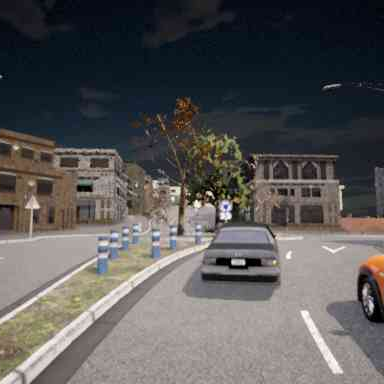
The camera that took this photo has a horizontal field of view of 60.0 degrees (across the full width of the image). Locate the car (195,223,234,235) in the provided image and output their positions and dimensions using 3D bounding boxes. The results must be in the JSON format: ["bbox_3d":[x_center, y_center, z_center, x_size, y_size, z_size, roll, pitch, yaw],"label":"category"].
[{"bbox_3d":[2.815,4.761,42.621,4.902,1.511,2.128,-1,-6,2],"label":"car"}]

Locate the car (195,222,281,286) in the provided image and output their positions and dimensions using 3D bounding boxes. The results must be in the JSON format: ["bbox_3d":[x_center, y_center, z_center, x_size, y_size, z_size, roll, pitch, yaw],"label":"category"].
[{"bbox_3d":[1.504,1.549,9.384,2.033,1.411,5.357,-1,-1,12],"label":"car"}]

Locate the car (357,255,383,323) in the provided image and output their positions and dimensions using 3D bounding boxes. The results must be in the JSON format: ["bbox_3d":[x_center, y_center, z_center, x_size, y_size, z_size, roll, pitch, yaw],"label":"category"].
[{"bbox_3d":[3.868,1.310,4.157,2.097,1.767,4.553,-1,1,6],"label":"car"}]
